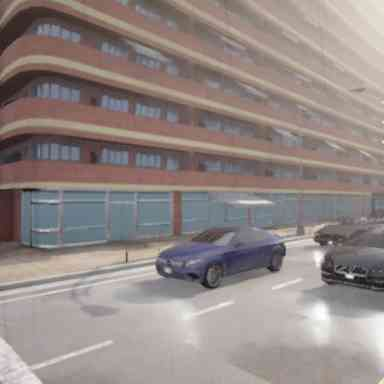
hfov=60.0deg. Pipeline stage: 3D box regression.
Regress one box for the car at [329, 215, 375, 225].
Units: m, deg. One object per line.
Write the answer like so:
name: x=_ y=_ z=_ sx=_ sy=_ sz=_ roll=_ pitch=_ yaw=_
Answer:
car: x=8.091 y=1.889 z=16.570 sx=5.357 sy=1.411 sz=2.033 roll=1 pitch=-2 yaw=-43

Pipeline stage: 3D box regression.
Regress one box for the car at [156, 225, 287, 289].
car: x=1.090 y=1.746 z=10.028 sx=4.674 sy=1.442 sz=1.812 roll=1 pitch=-2 yaw=-43

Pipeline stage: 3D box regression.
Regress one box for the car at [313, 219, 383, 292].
car: x=5.347 y=1.694 z=9.214 sx=4.892 sy=1.490 sz=1.837 roll=1 pitch=-2 yaw=-43
